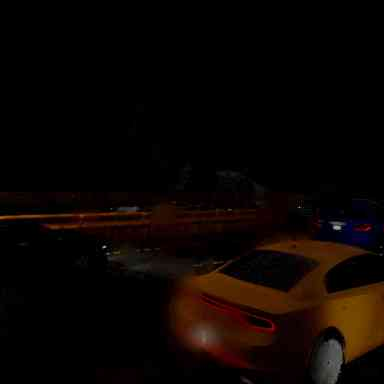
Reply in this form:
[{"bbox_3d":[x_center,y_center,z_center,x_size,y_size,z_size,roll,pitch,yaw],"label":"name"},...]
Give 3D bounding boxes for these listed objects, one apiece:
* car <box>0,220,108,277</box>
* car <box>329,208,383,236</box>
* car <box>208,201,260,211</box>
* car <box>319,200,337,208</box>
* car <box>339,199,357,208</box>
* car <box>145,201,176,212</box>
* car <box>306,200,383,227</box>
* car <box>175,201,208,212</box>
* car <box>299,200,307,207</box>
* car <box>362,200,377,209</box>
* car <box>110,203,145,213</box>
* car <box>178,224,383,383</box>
[{"bbox_3d":[-4.729,1.522,8.993,4.892,1.490,1.837,0,0,-35],"label":"car"},{"bbox_3d":[10.969,1.781,20.973,5.357,1.411,2.033,1,0,-40],"label":"car"},{"bbox_3d":[3.991,1.576,29.118,4.553,1.767,2.097,1,-1,-41],"label":"car"},{"bbox_3d":[26.074,2.181,63.662,2.033,1.411,5.357,0,0,36],"label":"car"},{"bbox_3d":[29.028,2.174,61.789,2.128,1.511,4.902,0,0,36],"label":"car"},{"bbox_3d":[-1.783,1.678,33.388,5.008,1.535,1.882,1,-1,-40],"label":"car"},{"bbox_3d":[7.282,1.375,13.475,5.566,2.045,2.150,1,0,-38],"label":"car"},{"bbox_3d":[1.064,1.737,31.209,4.674,1.442,1.812,1,0,-40],"label":"car"},{"bbox_3d":[22.350,2.213,64.443,1.895,1.301,4.718,0,0,36],"label":"car"},{"bbox_3d":[32.073,2.243,60.014,1.994,1.385,4.181,0,0,34],"label":"car"},{"bbox_3d":[-6.020,1.770,34.432,4.718,1.301,1.895,1,0,-39],"label":"car"},{"bbox_3d":[2.144,1.530,5.317,5.008,1.535,1.882,0,0,-36],"label":"car"}]
